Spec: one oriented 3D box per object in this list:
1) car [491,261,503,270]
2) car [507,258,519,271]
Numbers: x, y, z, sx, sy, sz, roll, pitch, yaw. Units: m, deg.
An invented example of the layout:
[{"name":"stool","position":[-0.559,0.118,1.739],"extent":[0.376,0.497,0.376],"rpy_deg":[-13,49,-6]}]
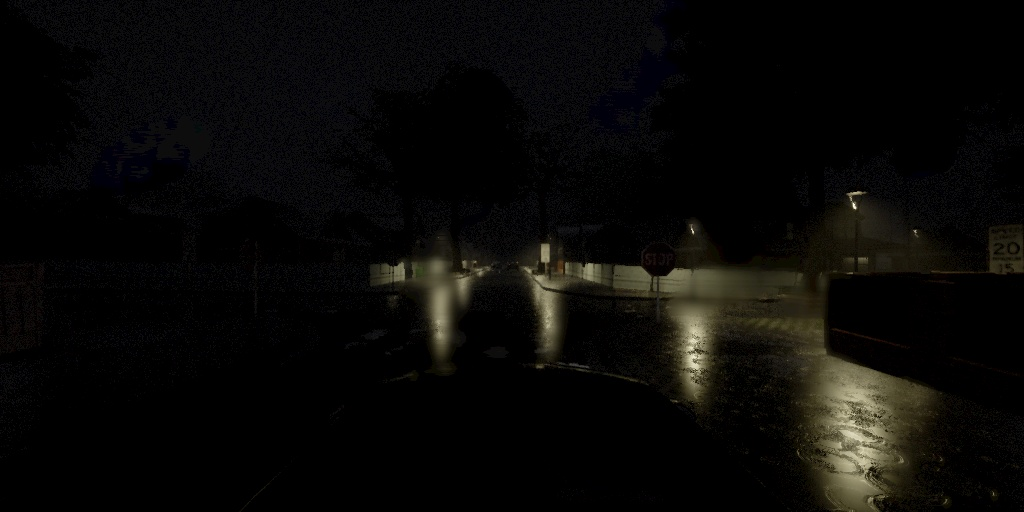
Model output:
[{"name":"car","position":[-2.608,1.610,62.404],"extent":[2.128,1.511,4.902],"rpy_deg":[0,-1,0]},{"name":"car","position":[0.130,1.544,56.564],"extent":[2.128,1.511,4.902],"rpy_deg":[0,-1,0]}]
